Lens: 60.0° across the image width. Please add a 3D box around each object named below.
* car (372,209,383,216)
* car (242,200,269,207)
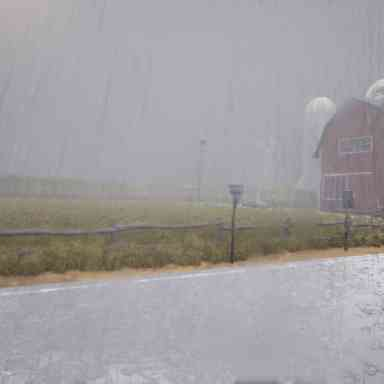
[{"bbox_3d":[18.839,2.213,29.946,1.882,1.535,5.008,2,0,-28],"label":"car"},{"bbox_3d":[8.978,1.931,46.183,1.837,1.490,4.892,2,0,-32],"label":"car"}]
